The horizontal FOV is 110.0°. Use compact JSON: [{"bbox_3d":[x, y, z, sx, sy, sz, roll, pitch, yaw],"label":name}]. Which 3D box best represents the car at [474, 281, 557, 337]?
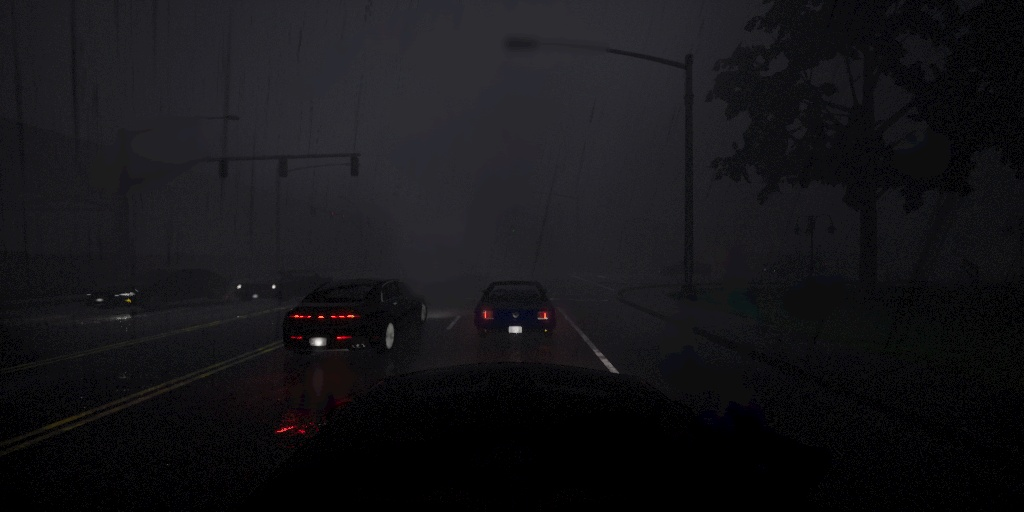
[{"bbox_3d":[0.098,1.349,10.201,1.895,1.301,4.718,0,0,0],"label":"car"}]

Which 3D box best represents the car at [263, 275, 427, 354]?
[{"bbox_3d":[-3.405,1.253,8.710,1.837,1.490,4.892,0,0,0],"label":"car"}]

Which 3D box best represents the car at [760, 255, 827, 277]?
[{"bbox_3d":[27.268,0.965,34.783,5.566,2.045,2.150,0,0,-1],"label":"car"}]

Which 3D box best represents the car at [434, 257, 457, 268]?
[{"bbox_3d":[-10.485,1.208,56.889,1.895,1.301,4.718,0,1,0],"label":"car"}]

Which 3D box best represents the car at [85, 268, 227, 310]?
[{"bbox_3d":[-14.077,1.252,14.680,1.837,1.490,4.892,0,0,0],"label":"car"}]

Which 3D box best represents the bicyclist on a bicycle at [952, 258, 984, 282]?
[{"bbox_3d":[31.009,0.969,24.400,0.582,1.620,1.656,0,0,-1],"label":"bicyclist on a bicycle"}]

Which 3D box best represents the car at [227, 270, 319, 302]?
[{"bbox_3d":[-10.572,1.348,16.986,1.895,1.301,4.718,0,0,0],"label":"car"}]

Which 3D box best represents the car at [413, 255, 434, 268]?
[{"bbox_3d":[-13.982,0.828,57.136,2.150,2.045,5.566,0,1,0],"label":"car"}]

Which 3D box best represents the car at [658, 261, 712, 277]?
[{"bbox_3d":[16.629,1.235,34.530,4.902,1.511,2.128,0,0,-1],"label":"car"}]
